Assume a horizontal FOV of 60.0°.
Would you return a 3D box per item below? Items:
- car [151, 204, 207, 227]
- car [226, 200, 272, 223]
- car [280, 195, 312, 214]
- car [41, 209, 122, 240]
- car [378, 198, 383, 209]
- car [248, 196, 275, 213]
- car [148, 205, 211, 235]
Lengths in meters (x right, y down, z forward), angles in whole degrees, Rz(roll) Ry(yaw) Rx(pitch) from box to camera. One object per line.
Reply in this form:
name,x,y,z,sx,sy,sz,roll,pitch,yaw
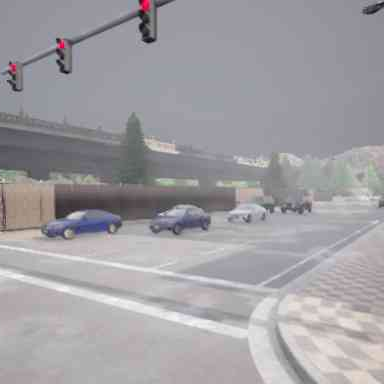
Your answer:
car,-0.875,1.729,25.761,1.812,1.442,4.674,-1,-1,36
car,4.557,1.674,27.314,1.812,1.442,4.674,-1,-1,36
car,11.865,1.374,37.511,2.150,2.045,5.566,-1,-1,36
car,-6.013,1.727,18.629,1.812,1.442,4.674,-1,-1,37
car,27.474,1.546,46.964,1.837,1.490,4.892,-1,-1,36
car,7.483,1.429,37.409,2.150,2.045,5.566,-1,-1,36
car,-0.594,1.672,20.108,1.812,1.442,4.674,-1,-1,35
